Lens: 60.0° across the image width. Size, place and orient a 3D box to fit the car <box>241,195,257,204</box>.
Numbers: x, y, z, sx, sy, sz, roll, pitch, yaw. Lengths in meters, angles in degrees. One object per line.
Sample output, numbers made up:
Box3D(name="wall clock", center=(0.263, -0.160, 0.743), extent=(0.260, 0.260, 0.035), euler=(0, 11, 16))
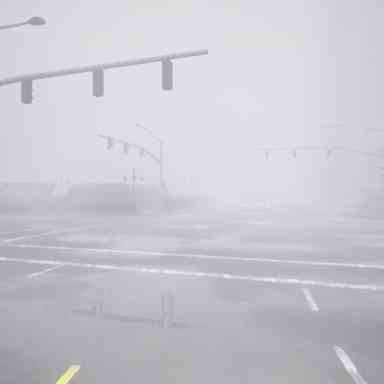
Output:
Box3D(name="car", center=(10.925, 1.492, 65.488), extent=(2.128, 1.511, 4.902), euler=(0, 0, 18))

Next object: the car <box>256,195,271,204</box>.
Box3D(name="car", center=(14.296, 1.491, 64.553), extent=(2.128, 1.511, 4.902), euler=(0, 0, 18))

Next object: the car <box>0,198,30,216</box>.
Box3D(name="car", center=(-18.806, 1.406, 33.653), extent=(4.553, 1.767, 2.097), euler=(0, 0, 17))
